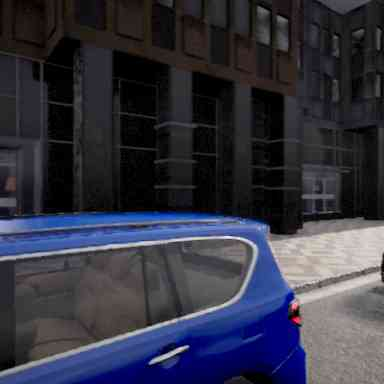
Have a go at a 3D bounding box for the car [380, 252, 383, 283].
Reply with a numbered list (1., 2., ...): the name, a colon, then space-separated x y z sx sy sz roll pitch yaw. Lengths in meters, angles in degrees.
1. car: 6.531 1.356 8.020 4.553 1.767 2.097 0 0 -35

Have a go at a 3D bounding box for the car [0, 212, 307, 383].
1. car: -1.567 1.222 2.261 5.566 2.045 2.150 0 0 -35
